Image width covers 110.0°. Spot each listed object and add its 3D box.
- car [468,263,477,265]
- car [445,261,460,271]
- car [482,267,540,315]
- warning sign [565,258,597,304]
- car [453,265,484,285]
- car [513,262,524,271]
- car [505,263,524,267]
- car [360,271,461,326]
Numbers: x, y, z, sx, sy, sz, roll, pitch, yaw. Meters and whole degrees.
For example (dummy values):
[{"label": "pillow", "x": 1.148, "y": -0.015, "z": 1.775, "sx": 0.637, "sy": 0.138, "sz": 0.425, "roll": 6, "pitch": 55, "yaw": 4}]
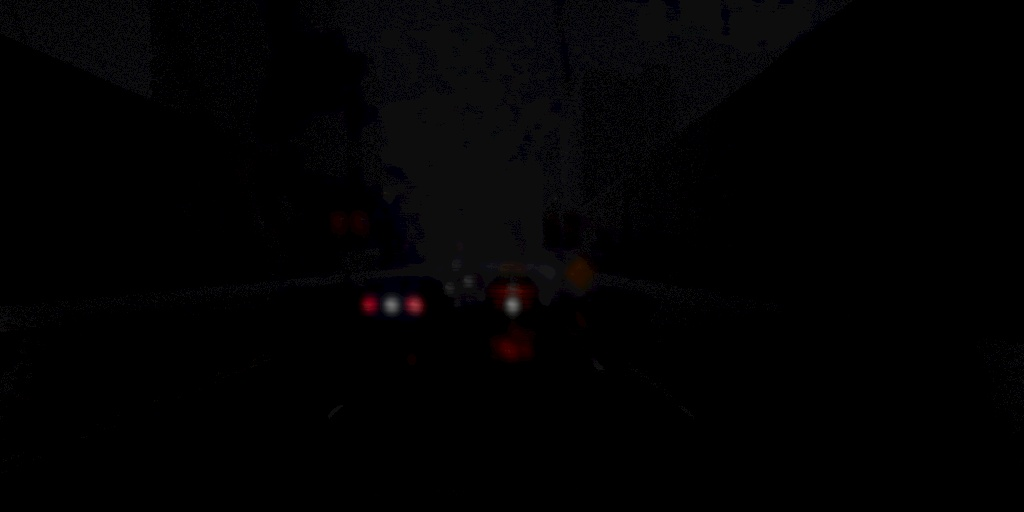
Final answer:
[{"label": "car", "x": -6.552, "y": 1.881, "z": 59.421, "sx": 2.033, "sy": 1.411, "sz": 5.357, "roll": 0, "pitch": -1, "yaw": 1}, {"label": "car", "x": -9.807, "y": 1.686, "z": 59.502, "sx": 2.097, "sy": 1.767, "sz": 4.553, "roll": 0, "pitch": -1, "yaw": 1}, {"label": "car", "x": 0.043, "y": 1.377, "z": 14.292, "sx": 1.837, "sy": 1.490, "sz": 4.892, "roll": 0, "pitch": 0, "yaw": 0}, {"label": "warning sign", "x": 2.849, "y": 0.991, "z": 14.842, "sx": 1.300, "sy": 1.860, "sz": 1.060, "roll": 0, "pitch": 0, "yaw": 0}, {"label": "car", "x": -3.214, "y": 1.617, "z": 28.662, "sx": 1.895, "sy": 1.301, "sz": 4.718, "roll": 0, "pitch": -1, "yaw": 0}, {"label": "car", "x": 1.134, "y": 1.911, "z": 64.845, "sx": 1.812, "sy": 1.442, "sz": 4.674, "roll": 0, "pitch": -1, "yaw": 0}, {"label": "car", "x": 0.052, "y": 1.512, "z": 30.476, "sx": 1.882, "sy": 1.535, "sz": 5.008, "roll": 0, "pitch": 0, "yaw": 0}, {"label": "car", "x": -3.225, "y": 1.398, "z": 12.132, "sx": 2.033, "sy": 1.411, "sz": 5.357, "roll": 0, "pitch": -1, "yaw": 0}]
